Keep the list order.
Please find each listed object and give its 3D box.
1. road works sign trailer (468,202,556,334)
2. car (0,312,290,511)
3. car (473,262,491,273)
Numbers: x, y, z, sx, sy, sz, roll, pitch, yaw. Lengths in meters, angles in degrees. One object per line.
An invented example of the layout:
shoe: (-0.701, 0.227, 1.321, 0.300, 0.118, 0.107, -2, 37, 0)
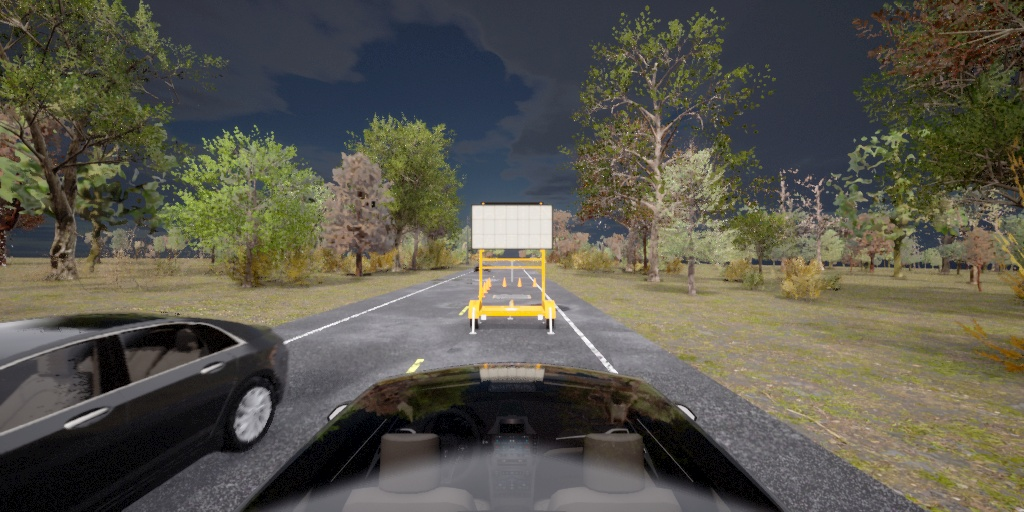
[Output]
road works sign trailer: (0.003, 0.218, 10.598, 2.380, 3.560, 2.880, 0, 0, 0)
car: (-3.601, 1.255, 2.362, 1.837, 1.490, 4.892, 0, 0, 0)
car: (-3.610, 1.403, 43.818, 1.895, 1.301, 4.718, 0, 0, 0)
